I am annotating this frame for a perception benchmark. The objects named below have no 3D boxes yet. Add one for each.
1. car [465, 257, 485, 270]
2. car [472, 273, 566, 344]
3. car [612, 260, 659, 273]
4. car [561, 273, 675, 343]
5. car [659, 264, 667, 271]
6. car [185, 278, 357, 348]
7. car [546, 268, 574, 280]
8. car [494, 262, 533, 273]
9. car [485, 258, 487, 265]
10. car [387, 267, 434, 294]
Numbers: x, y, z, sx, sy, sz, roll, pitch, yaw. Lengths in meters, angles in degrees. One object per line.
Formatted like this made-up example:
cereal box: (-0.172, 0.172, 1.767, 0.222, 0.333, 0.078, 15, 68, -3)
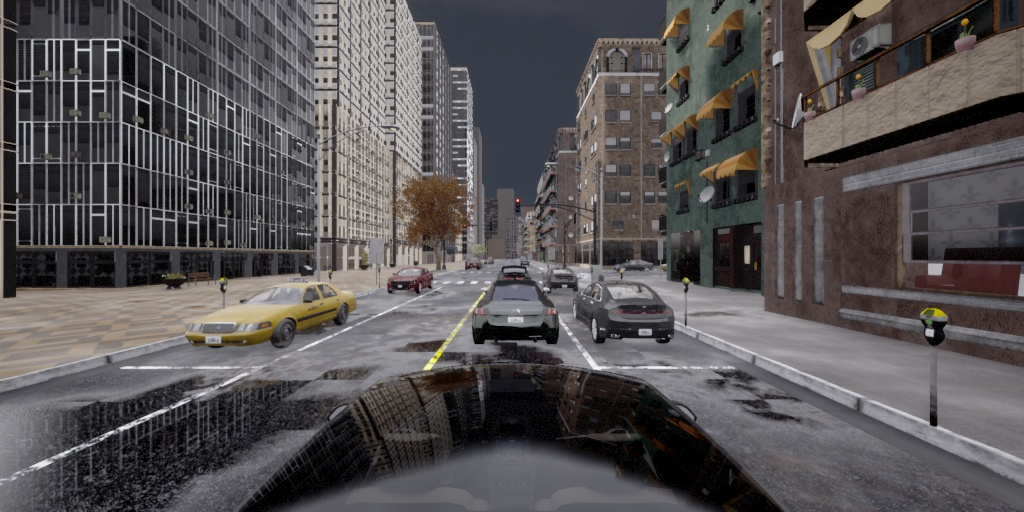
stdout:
car: (-5.701, 1.098, 52.865, 2.192, 1.841, 5.009, 0, 0, 0)
car: (0.085, 1.315, 9.560, 1.994, 1.385, 4.181, 0, 0, 0)
car: (13.428, 1.108, 39.897, 4.403, 1.370, 2.007, 0, 0, -1)
car: (2.687, 1.301, 9.413, 2.007, 1.370, 4.403, 0, 0, 0)
car: (18.825, 1.006, 39.953, 4.829, 1.417, 1.751, 0, 0, -1)
car: (-5.693, 1.276, 9.242, 1.751, 1.417, 4.829, 0, 0, 0)
car: (2.685, 1.304, 20.479, 2.007, 1.370, 4.403, 0, 0, 0)
car: (0.101, 1.259, 19.609, 1.837, 1.490, 4.892, 0, 0, -1)
car: (-5.702, 1.356, 58.388, 1.948, 1.339, 4.313, 0, 0, 0)
car: (-5.695, 1.299, 20.478, 1.888, 1.381, 4.507, 0, 0, 0)
